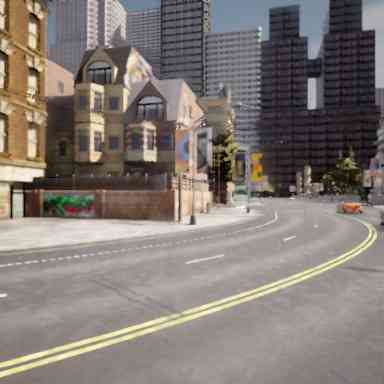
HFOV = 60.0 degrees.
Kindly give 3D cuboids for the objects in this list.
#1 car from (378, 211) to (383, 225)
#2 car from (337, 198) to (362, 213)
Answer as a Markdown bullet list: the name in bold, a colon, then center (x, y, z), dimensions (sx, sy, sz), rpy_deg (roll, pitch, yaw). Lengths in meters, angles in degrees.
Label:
- **car**: center (14.028, 1.691, 22.658), dimensions (1.837, 1.490, 4.892), rpy_deg (1, 0, 24)
- **car**: center (19.579, 1.674, 41.496), dimensions (2.097, 1.767, 4.553), rpy_deg (0, 0, 14)
